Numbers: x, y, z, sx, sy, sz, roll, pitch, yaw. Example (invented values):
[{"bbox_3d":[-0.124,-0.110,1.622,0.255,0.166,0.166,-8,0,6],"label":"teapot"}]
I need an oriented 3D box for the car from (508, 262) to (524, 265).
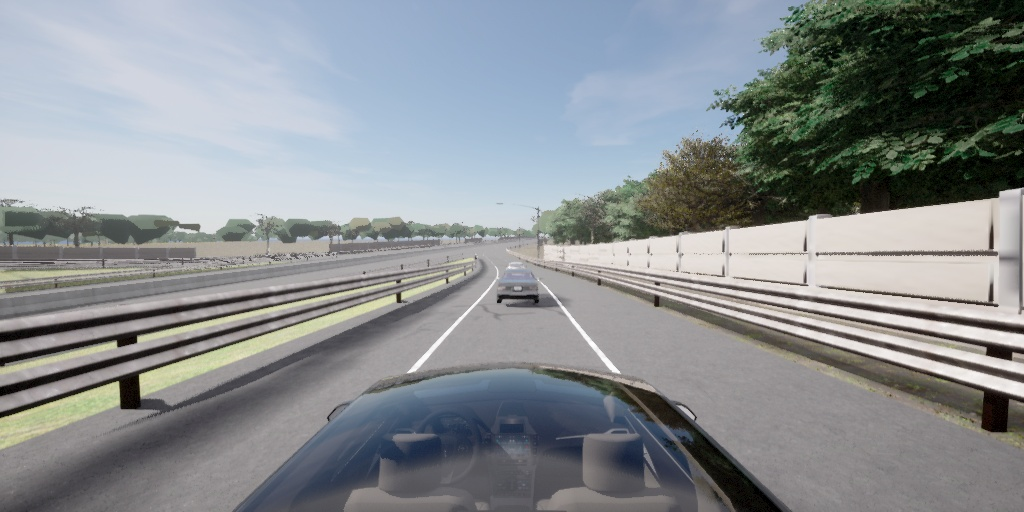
[{"bbox_3d":[0.374,1.251,31.493,1.812,1.442,4.674,0,0,-1],"label":"car"}]

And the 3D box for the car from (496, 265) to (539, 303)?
[{"bbox_3d":[0.281,1.299,16.412,2.033,1.411,5.357,0,0,1],"label":"car"}]
